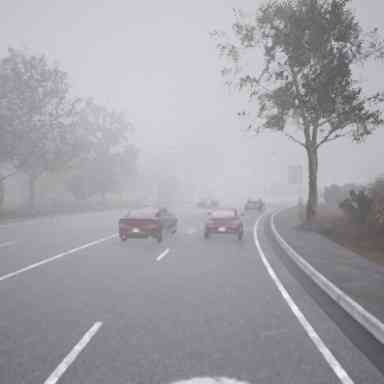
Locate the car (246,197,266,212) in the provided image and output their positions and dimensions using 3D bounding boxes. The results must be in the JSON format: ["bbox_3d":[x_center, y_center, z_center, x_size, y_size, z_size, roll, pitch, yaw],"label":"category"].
[{"bbox_3d":[7.259,1.469,38.003,2.128,1.511,4.902,0,0,19],"label":"car"}]

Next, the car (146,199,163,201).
[{"bbox_3d":[-4.296,1.462,37.437,2.033,1.411,5.357,0,0,18],"label":"car"}]

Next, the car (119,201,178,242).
[{"bbox_3d":[-1.986,1.445,16.279,1.882,1.535,5.008,0,0,8],"label":"car"}]

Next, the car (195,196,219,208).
[{"bbox_3d":[2.070,1.285,44.610,2.097,1.767,4.553,0,0,22],"label":"car"}]

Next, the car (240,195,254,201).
[{"bbox_3d":[12.288,1.350,74.329,1.994,1.385,4.181,0,0,27],"label":"car"}]

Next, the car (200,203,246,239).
[{"bbox_3d":[1.741,1.508,17.332,1.812,1.442,4.674,0,0,9],"label":"car"}]
